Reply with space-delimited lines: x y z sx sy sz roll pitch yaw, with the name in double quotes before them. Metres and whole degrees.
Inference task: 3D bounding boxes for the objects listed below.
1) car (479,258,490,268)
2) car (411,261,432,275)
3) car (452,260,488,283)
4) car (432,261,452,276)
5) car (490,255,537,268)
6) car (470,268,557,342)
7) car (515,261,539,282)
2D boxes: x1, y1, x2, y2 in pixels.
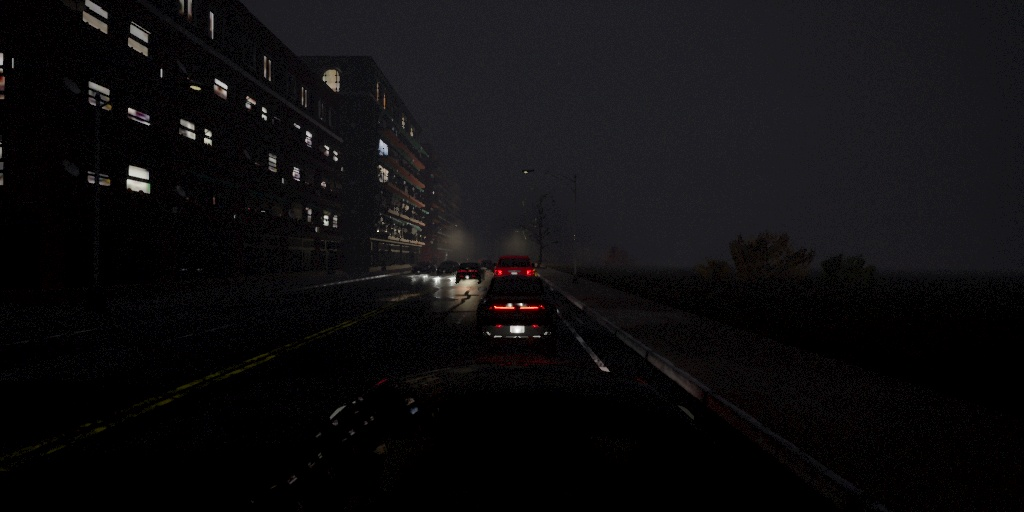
"car" -3.115 1.254 45.246 1.837 1.490 4.892 0 -1 0
"car" -9.820 1.300 40.402 2.033 1.411 5.357 0 0 0
"car" -3.129 1.256 27.591 1.837 1.490 4.892 0 -1 0
"car" -6.573 1.258 37.062 1.837 1.490 4.892 0 0 0
"car" 0.114 0.974 20.118 2.150 2.045 5.566 0 0 0
"car" 0.108 1.256 9.771 1.837 1.490 4.892 0 0 0
"car" 1.161 1.209 30.525 1.801 1.575 5.366 0 0 0
